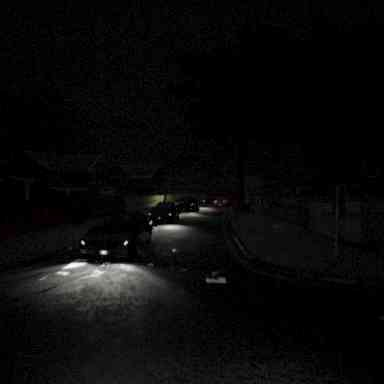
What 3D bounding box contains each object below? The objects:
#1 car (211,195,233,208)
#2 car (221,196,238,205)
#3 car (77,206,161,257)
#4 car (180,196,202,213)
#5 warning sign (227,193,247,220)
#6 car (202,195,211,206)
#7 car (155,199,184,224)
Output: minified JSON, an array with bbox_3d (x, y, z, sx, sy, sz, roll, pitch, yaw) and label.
[{"bbox_3d":[4.267,1.454,47.229,1.812,1.442,4.674,0,0,13],"label":"car"},{"bbox_3d":[6.519,1.445,57.242,2.033,1.411,5.357,1,0,16],"label":"car"},{"bbox_3d":[-2.699,1.514,13.117,2.033,1.411,5.357,0,0,2],"label":"car"},{"bbox_3d":[-0.543,1.279,36.663,2.097,1.767,4.553,0,0,9],"label":"car"},{"bbox_3d":[3.359,1.076,24.880,1.300,1.860,1.060,3,3,5],"label":"warning sign"},{"bbox_3d":[2.342,1.223,51.818,2.128,1.511,4.902,1,0,13],"label":"car"},{"bbox_3d":[-1.992,1.468,24.646,1.812,1.442,4.674,0,0,5],"label":"car"}]
